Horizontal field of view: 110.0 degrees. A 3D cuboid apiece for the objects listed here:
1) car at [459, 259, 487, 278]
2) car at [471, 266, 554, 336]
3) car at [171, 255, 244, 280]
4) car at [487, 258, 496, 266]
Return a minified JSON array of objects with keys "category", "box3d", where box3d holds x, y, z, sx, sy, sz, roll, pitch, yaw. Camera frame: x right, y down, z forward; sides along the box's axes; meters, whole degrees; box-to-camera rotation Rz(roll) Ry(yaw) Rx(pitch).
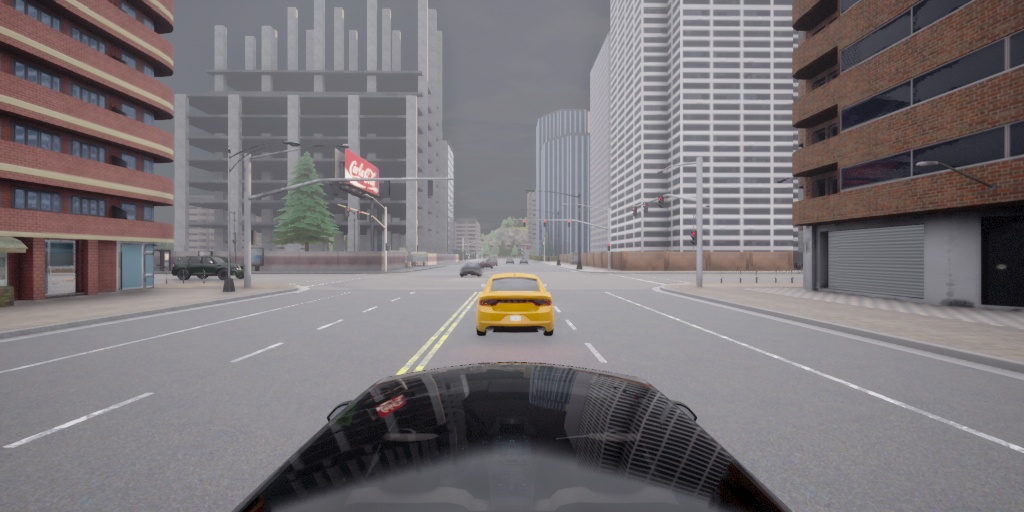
[{"category":"car","box3d":[-3.775,1.297,34.121,2.033,1.411,5.357,0,0,0]},{"category":"car","box3d":[0.063,1.228,10.429,1.882,1.535,5.008,0,0,0]},{"category":"car","box3d":[-25.310,0.972,30.256,5.566,2.045,2.150,0,0,-1]},{"category":"car","box3d":[-3.885,1.351,54.994,1.895,1.301,4.718,0,0,0]}]
